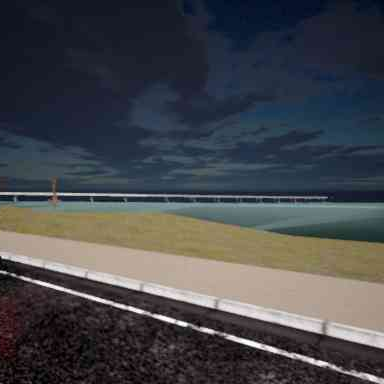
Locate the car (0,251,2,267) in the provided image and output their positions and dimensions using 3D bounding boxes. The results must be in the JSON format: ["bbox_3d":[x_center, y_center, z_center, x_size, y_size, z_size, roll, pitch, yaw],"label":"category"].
[{"bbox_3d":[-6.987,1.607,8.674,4.718,1.301,1.895,0,0,36],"label":"car"}]
